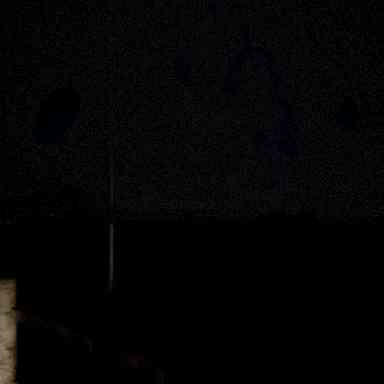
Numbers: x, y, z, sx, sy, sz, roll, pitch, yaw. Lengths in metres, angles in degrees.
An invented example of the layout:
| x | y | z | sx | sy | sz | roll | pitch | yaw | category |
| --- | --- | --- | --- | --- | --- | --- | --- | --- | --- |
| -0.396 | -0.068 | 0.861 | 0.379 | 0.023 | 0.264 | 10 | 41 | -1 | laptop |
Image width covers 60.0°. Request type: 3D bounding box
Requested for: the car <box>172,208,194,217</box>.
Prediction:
| x | y | z | sx | sy | sz | roll | pitch | yaw | category |
| --- | --- | --- | --- | --- | --- | --- | --- | --- | --- |
| -1.459 | 3.498 | 58.103 | 2.128 | 1.511 | 4.902 | 0 | -3 | 36 | car |

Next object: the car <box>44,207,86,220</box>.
| x | y | z | sx | sy | sz | roll | pitch | yaw | category |
| --- | --- | --- | --- | --- | --- | --- | --- | --- | --- |
| -14.937 | 2.546 | 39.286 | 1.837 | 1.490 | 4.892 | 0 | -2 | 35 | car |
